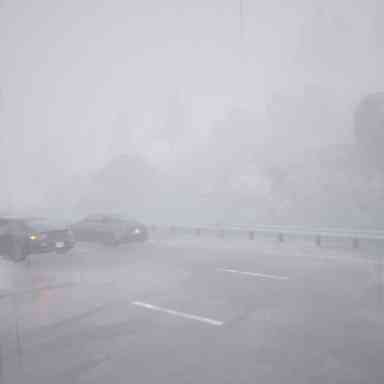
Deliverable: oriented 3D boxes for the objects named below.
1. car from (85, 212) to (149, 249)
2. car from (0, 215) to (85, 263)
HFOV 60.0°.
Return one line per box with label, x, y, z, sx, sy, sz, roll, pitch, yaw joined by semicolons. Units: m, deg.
car;-3.980;1.619;14.903;4.181;1.385;1.994;-1;0;32
car;-6.332;1.598;12.251;4.674;1.442;1.812;-1;0;32
